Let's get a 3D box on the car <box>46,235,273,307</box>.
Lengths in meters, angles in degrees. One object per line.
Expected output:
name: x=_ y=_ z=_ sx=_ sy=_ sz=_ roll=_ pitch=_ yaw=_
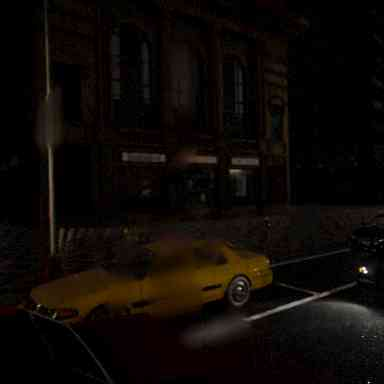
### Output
car: x=-0.535 y=1.536 z=6.301 sx=4.829 sy=1.417 sz=1.752 roll=-1 pitch=-1 yaw=-36

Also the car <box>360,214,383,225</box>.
car: x=7.488 y=1.450 z=12.172 sx=4.403 sy=1.369 sz=2.008 roll=-1 pitch=-1 yaw=-36

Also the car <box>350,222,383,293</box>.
car: x=5.974 y=1.467 z=7.753 sx=5.357 sy=1.411 sz=2.033 roll=-1 pitch=0 yaw=-36

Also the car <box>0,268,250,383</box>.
car: x=-1.960 y=1.631 z=1.945 sx=4.718 sy=1.301 sz=1.895 roll=-1 pitch=0 yaw=-34
